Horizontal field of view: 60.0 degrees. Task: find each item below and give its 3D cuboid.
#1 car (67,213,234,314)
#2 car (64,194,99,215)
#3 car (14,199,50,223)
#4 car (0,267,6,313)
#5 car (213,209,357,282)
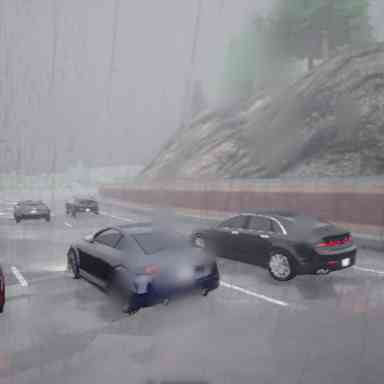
[{"bbox_3d":[-1.303,1.375,7.423,1.994,1.385,4.181,-2,2,-37],"label":"car"},{"bbox_3d":[-8.399,0.957,25.159,1.837,1.490,4.892,-2,2,-29],"label":"car"},{"bbox_3d":[-10.544,1.141,21.833,1.994,1.385,4.181,-2,2,-29],"label":"car"},{"bbox_3d":[-4.959,1.460,6.490,1.994,1.385,4.181,-2,2,-36],"label":"car"},{"bbox_3d":[1.832,1.222,9.035,1.837,1.490,4.892,-2,2,-37],"label":"car"}]
